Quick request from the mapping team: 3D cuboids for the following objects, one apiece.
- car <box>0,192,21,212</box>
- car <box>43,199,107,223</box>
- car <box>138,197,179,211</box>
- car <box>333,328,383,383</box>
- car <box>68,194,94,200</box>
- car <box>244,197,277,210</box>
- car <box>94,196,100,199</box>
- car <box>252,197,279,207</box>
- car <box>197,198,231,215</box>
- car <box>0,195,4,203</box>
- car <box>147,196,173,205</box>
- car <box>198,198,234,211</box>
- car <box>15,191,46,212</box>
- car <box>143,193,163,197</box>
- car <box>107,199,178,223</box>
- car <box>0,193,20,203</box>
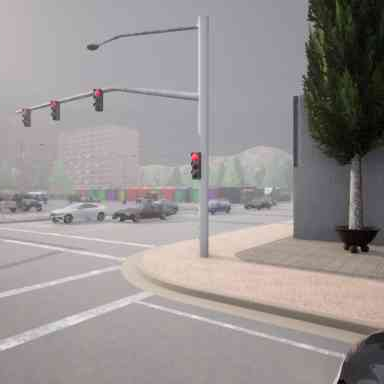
[{"bbox_3d":[-19.964,1.153,34.162,4.605,1.855,1.932,0,0,35],"label":"car"},{"bbox_3d":[-8.589,1.526,25.573,1.812,1.442,4.674,0,0,38],"label":"car"},{"bbox_3d":[-3.205,1.526,32.917,1.812,1.442,4.674,0,0,37],"label":"car"},{"bbox_3d":[3.319,1.492,1.599,4.902,1.511,2.128,0,0,36],"label":"car"},{"bbox_3d":[-21.292,1.153,62.635,4.605,1.855,1.932,0,0,35],"label":"car"},{"bbox_3d":[8.684,1.547,43.017,2.033,1.411,5.357,0,0,37],"label":"car"},{"bbox_3d":[-19.569,1.364,64.964,3.905,1.438,1.784,0,0,35],"label":"car"},{"bbox_3d":[11.705,1.548,52.806,2.033,1.411,5.357,0,0,37],"label":"car"},{"bbox_3d":[2.391,1.526,34.575,1.812,1.442,4.674,0,0,37],"label":"car"},{"bbox_3d":[-38.304,1.364,64.563,3.905,1.438,1.784,0,0,35],"label":"car"},{"bbox_3d":[-5.287,1.395,54.909,3.806,1.475,1.970,0,0,35],"label":"car"},{"bbox_3d":[3.008,1.491,41.268,2.128,1.511,4.902,0,0,37],"label":"car"},{"bbox_3d":[-18.250,1.156,36.495,3.866,1.878,1.905,0,0,35],"label":"car"},{"bbox_3d":[-6.965,1.156,52.549,3.866,1.878,1.905,0,0,35],"label":"car"},{"bbox_3d":[-3.750,1.547,26.310,2.033,1.411,5.357,0,0,36],"label":"car"},{"bbox_3d":[-36.798,1.153,66.784,4.605,1.855,1.932,0,0,35],"label":"car"}]
